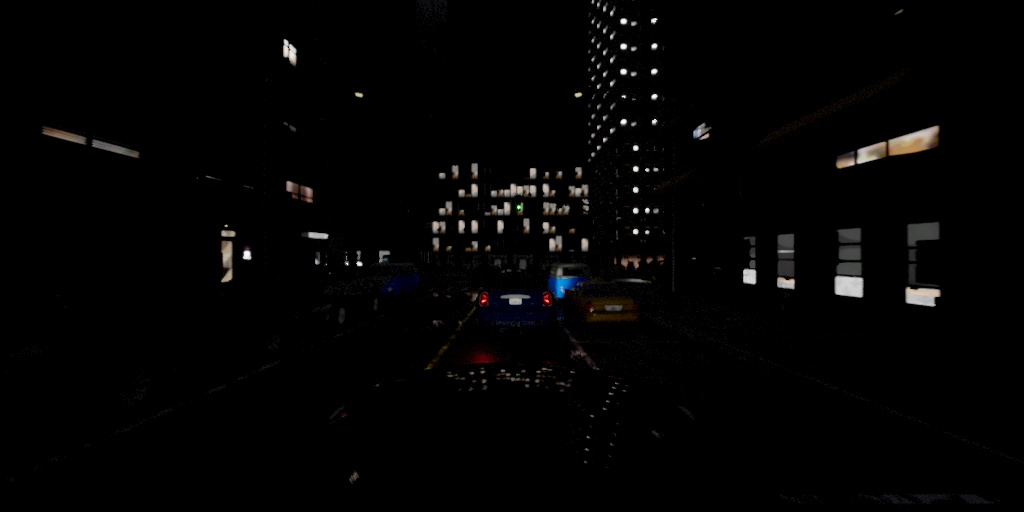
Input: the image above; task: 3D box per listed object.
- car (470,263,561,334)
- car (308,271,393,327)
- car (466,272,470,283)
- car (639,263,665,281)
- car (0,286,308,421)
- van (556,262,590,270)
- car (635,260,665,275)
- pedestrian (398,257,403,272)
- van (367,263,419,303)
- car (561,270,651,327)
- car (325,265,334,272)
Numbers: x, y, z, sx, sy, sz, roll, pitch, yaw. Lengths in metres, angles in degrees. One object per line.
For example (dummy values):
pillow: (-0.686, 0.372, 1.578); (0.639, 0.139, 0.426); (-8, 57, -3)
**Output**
car: (0.092, 1.174, 11.048); (2.097, 1.767, 4.553); (0, -1, 0)
car: (-5.692, 1.378, 11.621); (2.007, 1.370, 4.403); (0, 0, 0)
car: (-2.077, 1.517, 28.424); (1.837, 1.490, 4.892); (2, 0, -27)
car: (14.672, 1.630, 33.942); (4.181, 1.385, 1.994); (0, 0, 0)
car: (-5.691, 1.349, 6.019); (1.948, 1.339, 4.313); (0, 0, 0)
van: (2.688, 1.212, 17.195); (1.690, 1.789, 3.998); (0, 0, 0)
car: (15.230, 1.368, 36.534); (5.009, 1.841, 2.192); (0, 0, 0)
pedestrian: (-12.397, 0.941, 39.634); (0.375, 1.860, 0.375); (0, 0, 0)
van: (-5.693, 1.212, 17.223); (1.690, 1.789, 3.998); (0, 0, 0)
car: (2.689, 1.353, 11.763); (1.751, 1.417, 4.829); (0, 0, 0)
car: (-18.449, 1.142, 30.933); (5.566, 2.045, 2.150); (0, 0, 0)
